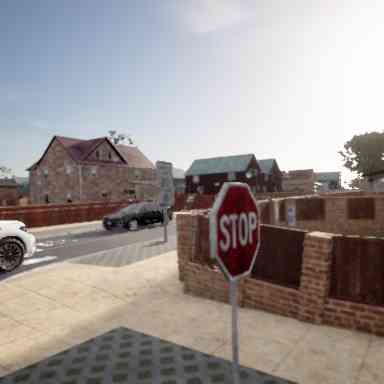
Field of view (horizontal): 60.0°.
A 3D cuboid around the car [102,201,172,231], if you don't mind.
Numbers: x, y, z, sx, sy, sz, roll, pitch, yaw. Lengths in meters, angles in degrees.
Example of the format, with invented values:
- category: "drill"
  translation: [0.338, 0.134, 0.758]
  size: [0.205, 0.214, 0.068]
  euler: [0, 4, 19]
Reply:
- category: "car"
  translation: [-3.146, 1.361, 19.844]
  size: [1.882, 1.535, 5.008]
  euler: [-2, 0, 31]

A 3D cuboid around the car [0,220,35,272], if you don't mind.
- category: "car"
  translation: [-6.641, 1.240, 7.852]
  size: [2.150, 2.045, 5.566]
  euler: [-2, 1, 27]

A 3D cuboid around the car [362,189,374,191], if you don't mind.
- category: "car"
  translation: [42.059, 0.143, 80.439]
  size: [1.895, 1.301, 4.718]
  euler: [-2, -1, 35]

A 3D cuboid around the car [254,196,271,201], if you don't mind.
- category: "car"
  translation: [7.466, 1.160, 36.081]
  size: [1.895, 1.301, 4.718]
  euler: [-2, 0, 35]
